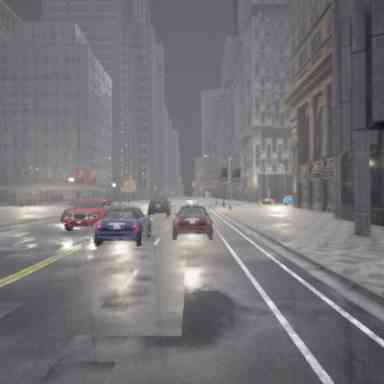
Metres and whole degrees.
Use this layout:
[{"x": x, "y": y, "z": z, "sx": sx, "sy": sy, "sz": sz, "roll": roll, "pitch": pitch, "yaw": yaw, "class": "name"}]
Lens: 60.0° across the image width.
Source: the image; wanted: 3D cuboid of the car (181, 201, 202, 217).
[{"x": -0.030, "y": 1.799, "z": 36.180, "sx": 2.128, "sy": 1.511, "sz": 4.902, "roll": 0, "pitch": -1, "yaw": 0, "class": "car"}]

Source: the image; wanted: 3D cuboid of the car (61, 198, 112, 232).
[{"x": -6.675, "y": 1.447, "z": 22.385, "sx": 2.150, "sy": 2.045, "sz": 5.566, "roll": 0, "pitch": -1, "yaw": 0, "class": "car"}]

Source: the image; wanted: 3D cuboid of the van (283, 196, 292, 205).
[{"x": 21.237, "y": 1.782, "z": 70.369, "sx": 3.998, "sy": 1.788, "sz": 1.690, "roll": 0, "pitch": 0, "yaw": 0, "class": "van"}]

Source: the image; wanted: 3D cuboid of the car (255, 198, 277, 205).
[{"x": 15.620, "y": 2.031, "z": 70.370, "sx": 4.403, "sy": 1.369, "sz": 2.008, "roll": 0, "pitch": 0, "yaw": 0, "class": "car"}]

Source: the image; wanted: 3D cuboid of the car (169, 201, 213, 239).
[{"x": 0.030, "y": 1.510, "z": 18.553, "sx": 2.097, "sy": 1.767, "sz": 4.553, "roll": 0, "pitch": -1, "yaw": 0, "class": "car"}]

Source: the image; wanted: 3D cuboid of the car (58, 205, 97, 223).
[{"x": -9.945, "y": 1.864, "z": 29.277, "sx": 1.994, "sy": 1.385, "sz": 4.181, "roll": 0, "pitch": -1, "yaw": 0, "class": "car"}]

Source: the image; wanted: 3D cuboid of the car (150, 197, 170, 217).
[{"x": -3.272, "y": 1.533, "z": 34.723, "sx": 2.150, "sy": 2.045, "sz": 5.566, "roll": 0, "pitch": -1, "yaw": 0, "class": "car"}]

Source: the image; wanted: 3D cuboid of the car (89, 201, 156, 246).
[{"x": -3.201, "y": 1.507, "z": 16.267, "sx": 2.097, "sy": 1.767, "sz": 4.553, "roll": 0, "pitch": 0, "yaw": 0, "class": "car"}]
